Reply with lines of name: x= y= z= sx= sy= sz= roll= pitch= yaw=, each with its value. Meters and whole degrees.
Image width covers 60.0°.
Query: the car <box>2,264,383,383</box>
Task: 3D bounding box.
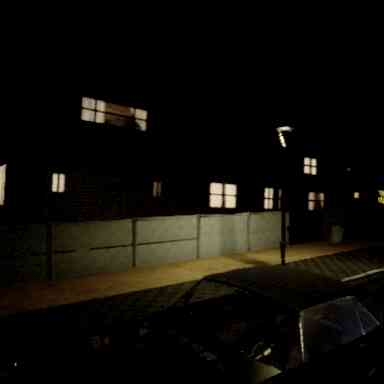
car: x=0.641 y=1.600 z=3.525 sx=4.718 sy=1.301 sz=1.895 roll=0 pitch=0 yaw=-35
